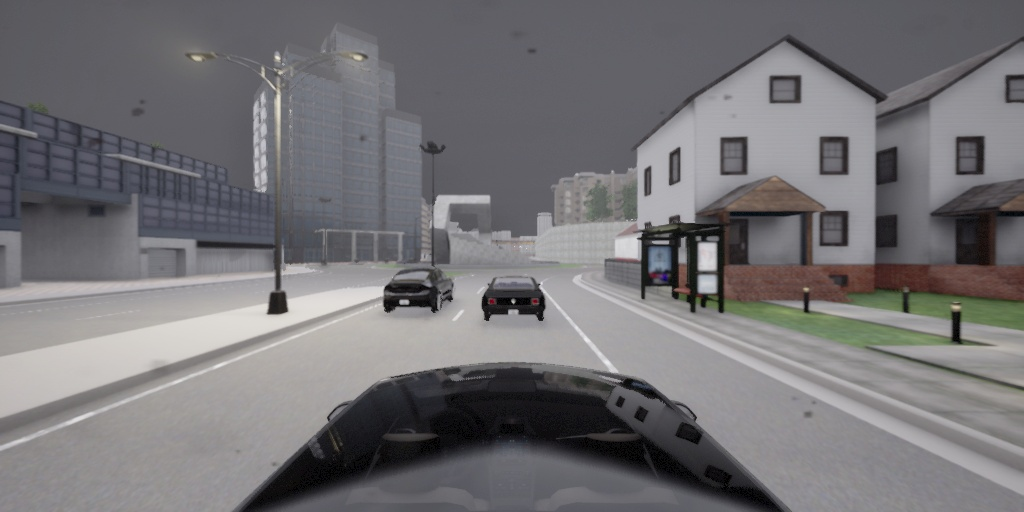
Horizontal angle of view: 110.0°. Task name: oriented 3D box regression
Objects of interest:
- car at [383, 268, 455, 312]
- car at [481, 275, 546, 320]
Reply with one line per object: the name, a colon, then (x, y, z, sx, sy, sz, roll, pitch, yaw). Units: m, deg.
car: (-3.426, 1.199, 13.884, 1.837, 1.490, 4.892, 0, 1, 0)
car: (0.061, 1.301, 12.361, 1.895, 1.301, 4.718, 0, 0, 0)
